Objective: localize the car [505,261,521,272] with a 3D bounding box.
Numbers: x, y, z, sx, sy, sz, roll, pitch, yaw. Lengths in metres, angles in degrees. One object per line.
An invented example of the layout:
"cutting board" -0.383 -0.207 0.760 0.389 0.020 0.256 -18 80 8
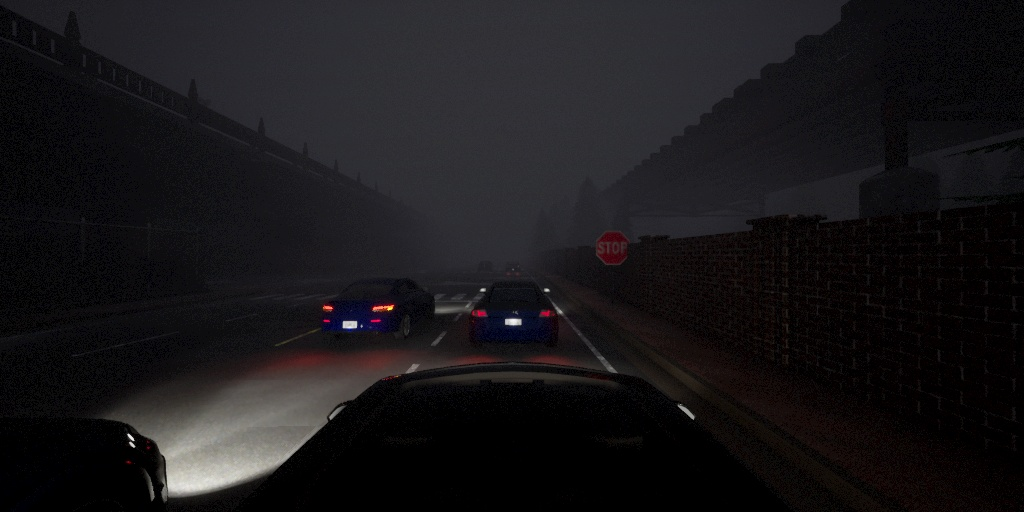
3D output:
"car" 0.104 1.351 46.131 1.895 1.301 4.718 0 0 -1

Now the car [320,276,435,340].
"car" -3.412 1.276 9.838 1.812 1.442 4.674 0 0 0

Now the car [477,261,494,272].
"car" -3.391 1.297 45.963 2.033 1.411 5.357 0 0 -1

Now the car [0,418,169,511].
"car" -3.399 1.314 0.742 1.994 1.385 4.181 0 0 0

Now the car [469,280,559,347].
"car" 0.070 1.314 9.315 1.994 1.385 4.181 0 0 1
